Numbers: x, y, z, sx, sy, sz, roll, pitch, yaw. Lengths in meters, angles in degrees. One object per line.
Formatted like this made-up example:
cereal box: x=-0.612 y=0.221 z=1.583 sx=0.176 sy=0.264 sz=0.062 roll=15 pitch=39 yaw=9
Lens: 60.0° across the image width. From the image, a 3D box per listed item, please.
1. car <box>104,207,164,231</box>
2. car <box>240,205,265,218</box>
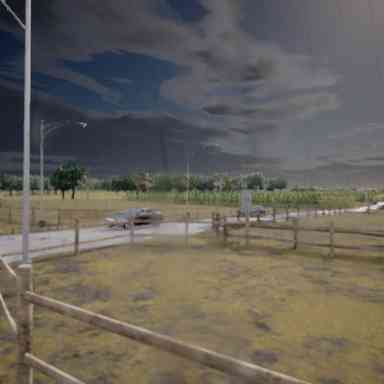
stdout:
car: x=-4.077 y=1.831 z=23.889 sx=2.128 sy=1.511 sz=4.902 roll=1 pitch=-1 yaw=35
car: x=7.246 y=2.312 z=40.046 sx=1.837 sy=1.490 sz=4.892 roll=1 pitch=-1 yaw=35
